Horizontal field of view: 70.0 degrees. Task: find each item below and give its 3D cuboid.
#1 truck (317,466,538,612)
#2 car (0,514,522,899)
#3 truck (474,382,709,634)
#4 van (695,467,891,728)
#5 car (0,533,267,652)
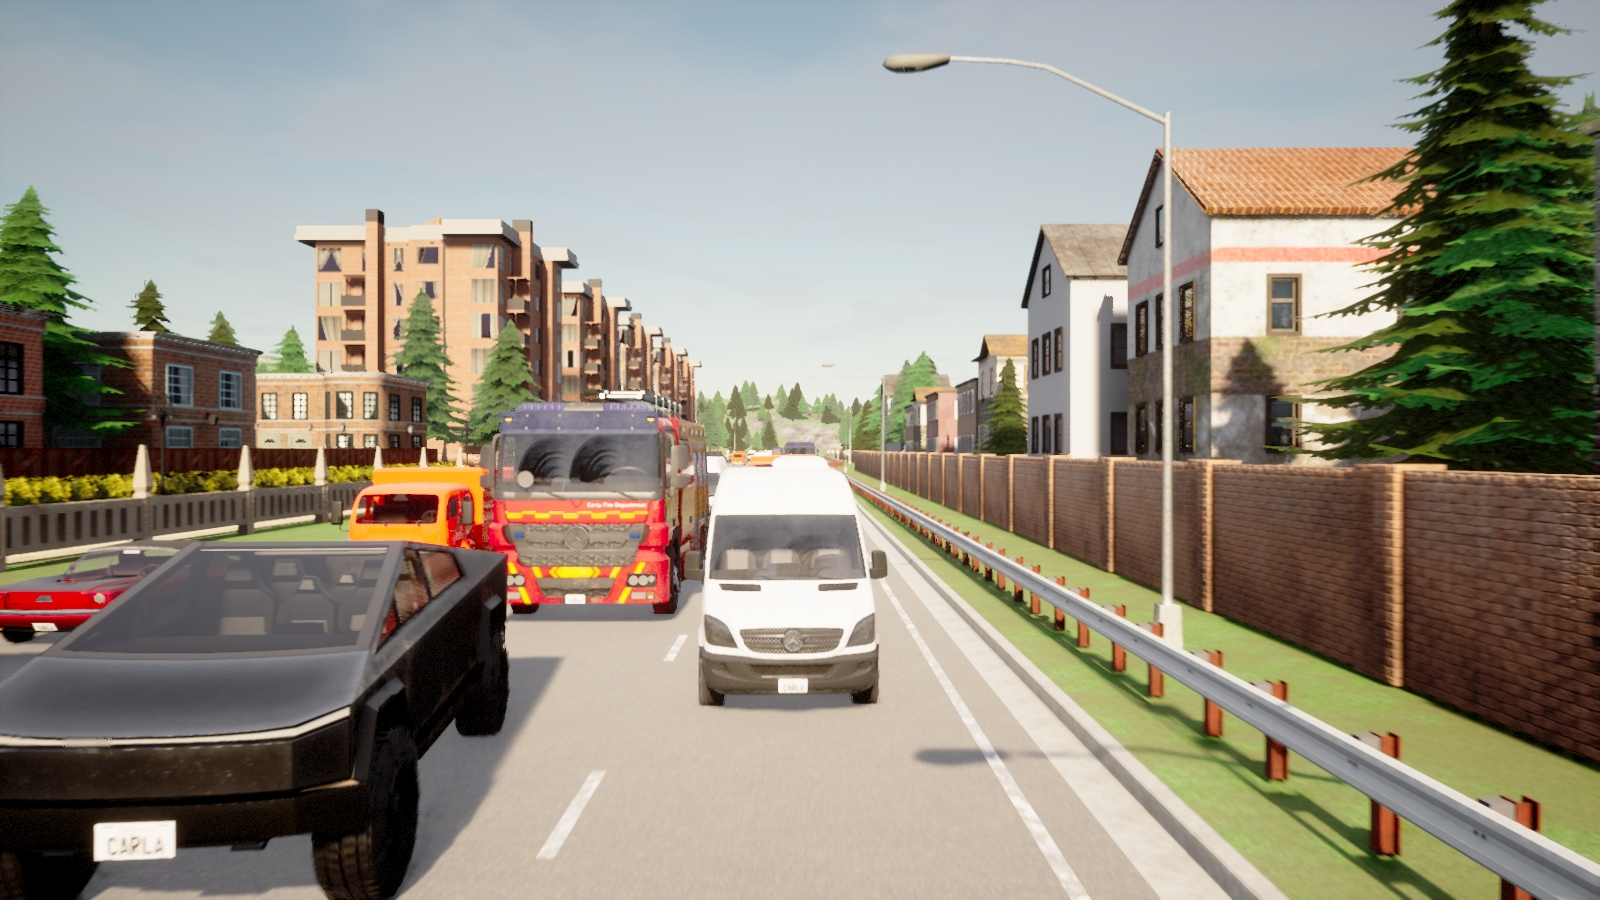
[{"bbox_3d":[-7.004,1.565,22.259,2.627,2.467,5.204,0,0,0],"label":"truck"},{"bbox_3d":[-3.902,1.749,9.237,2.390,2.098,6.274,0,0,-6],"label":"car"},{"bbox_3d":[-3.498,0.882,21.568,2.891,3.827,8.468,0,0,0],"label":"truck"},{"bbox_3d":[-0.231,1.529,14.540,1.988,2.561,5.915,0,0,-3],"label":"van"},{"bbox_3d":[-10.507,2.147,18.157,1.895,1.301,4.718,0,0,0],"label":"car"}]
